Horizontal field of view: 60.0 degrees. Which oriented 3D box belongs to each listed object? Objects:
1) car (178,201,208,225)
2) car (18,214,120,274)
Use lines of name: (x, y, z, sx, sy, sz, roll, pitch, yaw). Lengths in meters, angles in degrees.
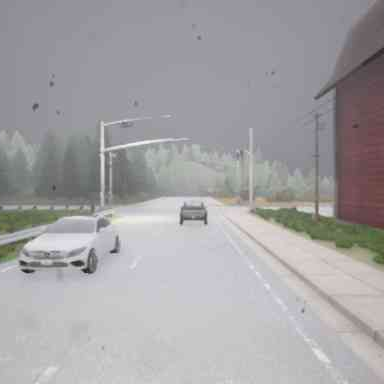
car: (0.099, 1.347, 22.843, 2.128, 1.511, 4.902, 0, 0, 0)
car: (-3.539, 1.459, 10.474, 1.812, 1.442, 4.674, 0, 0, 1)
